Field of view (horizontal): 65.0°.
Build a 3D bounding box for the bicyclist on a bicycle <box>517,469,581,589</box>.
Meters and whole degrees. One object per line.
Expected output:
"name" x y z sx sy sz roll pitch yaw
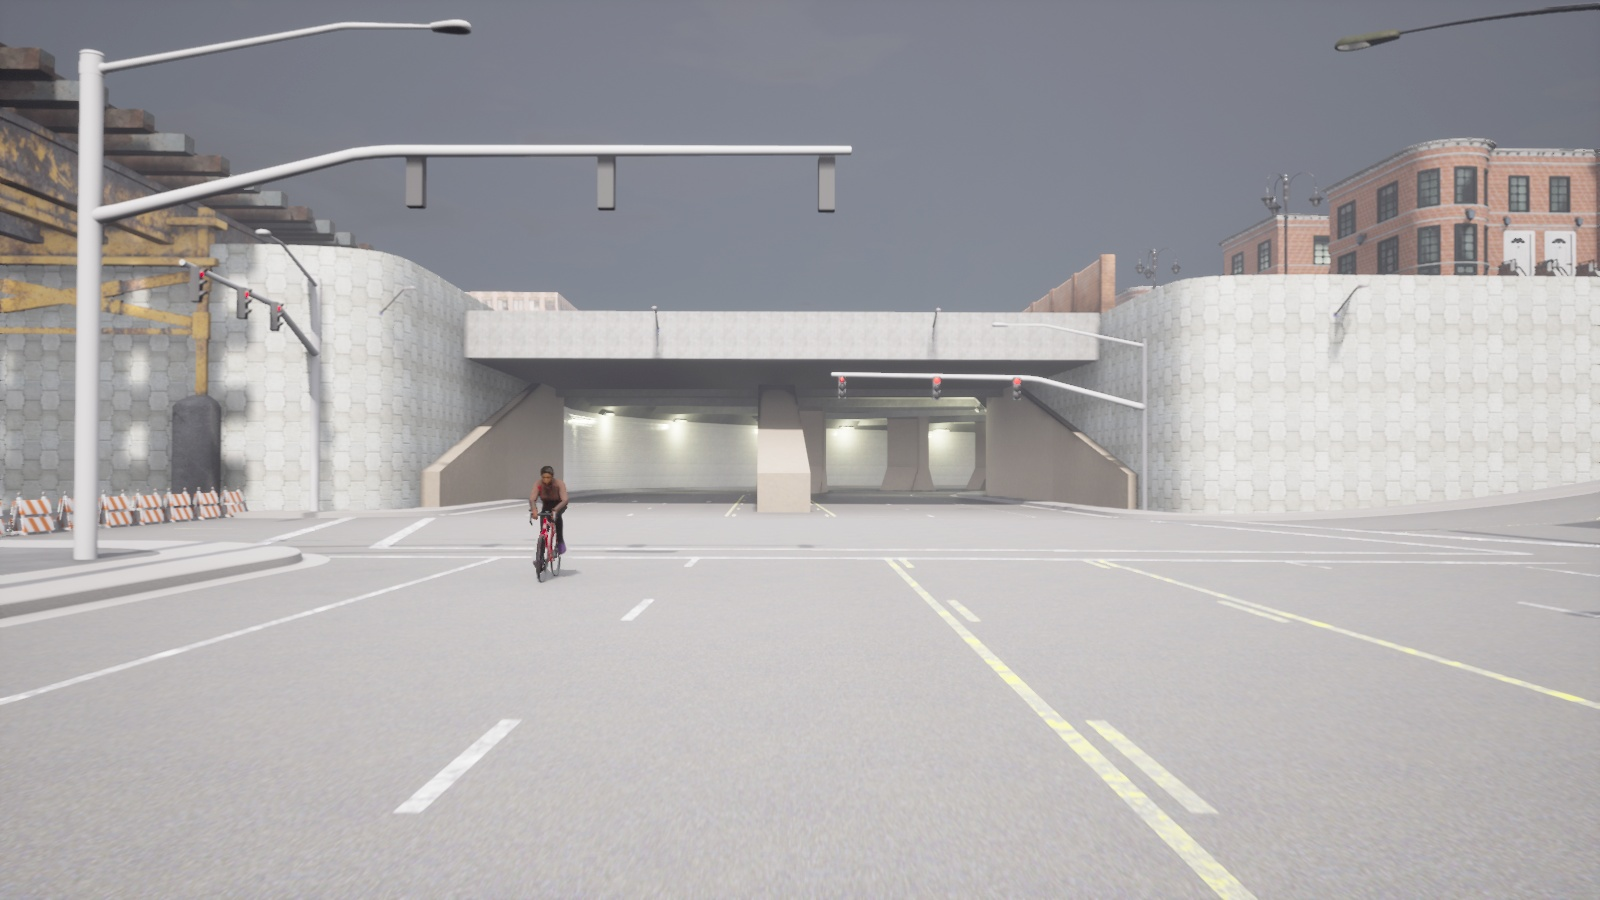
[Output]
"bicyclist on a bicycle" -3.553 1.081 17.857 0.582 1.620 1.656 0 -1 0
